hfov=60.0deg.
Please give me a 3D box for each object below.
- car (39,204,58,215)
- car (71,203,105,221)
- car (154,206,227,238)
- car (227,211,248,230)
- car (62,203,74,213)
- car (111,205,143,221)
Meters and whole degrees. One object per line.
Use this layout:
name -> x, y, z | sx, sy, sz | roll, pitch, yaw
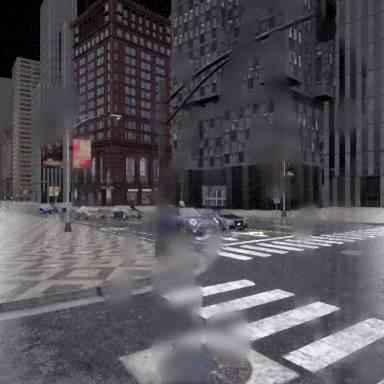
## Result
car -> -21.043, 2.482, 48.727 | 1.882, 1.535, 5.008 | 0, -1, -36
car -> -10.397, 2.137, 33.742 | 1.812, 1.442, 4.674 | 0, -1, -36
car -> -0.382, 1.640, 19.765 | 2.097, 1.767, 4.553 | 0, -1, -35
car -> 1.767, 1.862, 22.370 | 1.994, 1.385, 4.181 | 0, -1, -36
car -> -18.400, 2.462, 50.619 | 2.128, 1.511, 4.902 | 0, -1, -36
car -> -6.806, 2.079, 34.313 | 1.837, 1.490, 4.892 | 0, -1, -36
